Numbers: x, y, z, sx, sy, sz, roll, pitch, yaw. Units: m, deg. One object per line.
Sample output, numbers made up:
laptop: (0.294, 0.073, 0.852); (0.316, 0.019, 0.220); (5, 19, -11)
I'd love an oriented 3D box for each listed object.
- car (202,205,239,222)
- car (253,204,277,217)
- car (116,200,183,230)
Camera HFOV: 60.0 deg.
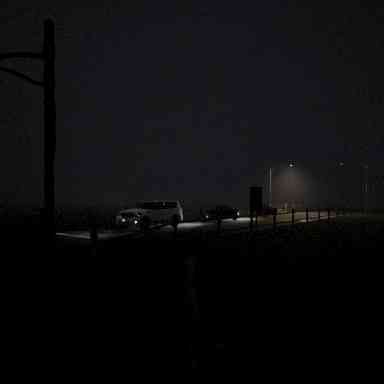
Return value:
car: (2.841, 2.067, 32.552); (2.128, 1.511, 4.902); (0, -1, 36)
car: (8.869, 2.266, 40.782); (2.128, 1.511, 4.902); (0, -1, 36)
car: (-2.973, 1.608, 24.612); (2.150, 2.045, 5.566); (0, -1, 36)
